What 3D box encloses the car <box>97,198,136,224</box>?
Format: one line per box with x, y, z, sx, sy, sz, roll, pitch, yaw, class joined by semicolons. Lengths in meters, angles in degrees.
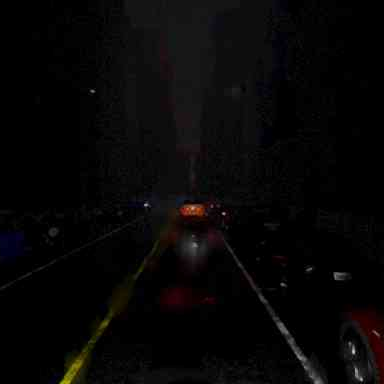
-5.771;1.501;25.076;1.967;1.590;4.097;0;0;0;car

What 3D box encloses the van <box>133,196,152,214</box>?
-5.774;1.429;36.349;1.690;1.788;3.998;0;0;0;van

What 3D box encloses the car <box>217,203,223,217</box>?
2.756;1.592;19.450;1.887;1.381;4.507;0;0;0;car

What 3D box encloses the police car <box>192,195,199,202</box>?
0.881;1.663;88.449;1.930;1.638;5.238;0;0;0;police car

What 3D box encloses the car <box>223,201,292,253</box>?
2.756;1.348;13.814;2.192;1.841;5.009;0;0;0;car

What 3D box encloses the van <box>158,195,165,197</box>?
-5.777;1.475;53.259;1.690;1.788;3.998;0;0;0;van

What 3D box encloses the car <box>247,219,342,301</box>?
2.758;1.586;8.177;1.947;1.339;4.313;0;0;0;car

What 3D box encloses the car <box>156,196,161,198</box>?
-5.775;1.668;47.621;2.008;1.369;4.403;0;0;0;car

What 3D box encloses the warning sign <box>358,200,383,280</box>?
5.069;1.135;8.336;1.300;1.860;1.060;0;0;0;warning sign

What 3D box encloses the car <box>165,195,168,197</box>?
-5.778;1.590;58.895;1.967;1.590;4.097;0;0;0;car

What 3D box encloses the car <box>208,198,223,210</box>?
2.752;1.528;36.358;1.967;1.590;4.097;0;0;0;car

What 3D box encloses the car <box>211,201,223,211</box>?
2.755;1.626;25.086;1.947;1.339;4.313;0;0;0;car

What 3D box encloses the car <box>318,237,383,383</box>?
2.759;1.447;2.540;1.967;1.590;4.097;0;0;0;car

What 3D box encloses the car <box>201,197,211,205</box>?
2.746;1.747;64.539;1.802;1.307;4.206;0;0;0;car

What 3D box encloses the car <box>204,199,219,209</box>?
2.750;1.683;47.630;1.947;1.339;4.313;0;0;0;car

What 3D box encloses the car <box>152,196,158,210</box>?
-5.774;1.627;41.816;1.752;1.417;4.829;0;0;0;car

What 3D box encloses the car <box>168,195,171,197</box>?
-5.780;1.481;64.533;2.192;1.841;5.009;0;0;0;car

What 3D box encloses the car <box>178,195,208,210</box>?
0.078;1.425;30.429;2.097;1.767;4.553;0;0;0;car

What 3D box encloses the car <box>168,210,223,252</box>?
0.080;1.635;14.069;1.895;1.301;4.718;0;0;0;car

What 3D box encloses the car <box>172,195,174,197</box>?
-5.781;1.764;75.805;1.947;1.339;4.313;0;0;0;car

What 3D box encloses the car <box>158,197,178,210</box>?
-3.102;1.710;44.414;1.895;1.301;4.718;0;0;0;car

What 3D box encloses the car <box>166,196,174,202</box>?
-5.784;1.815;87.078;1.802;1.307;4.206;0;0;0;car

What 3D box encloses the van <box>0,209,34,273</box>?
-5.768;1.361;8.166;1.690;1.788;3.998;0;0;0;van

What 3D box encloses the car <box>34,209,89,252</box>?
-5.768;1.474;13.803;1.967;1.590;4.097;0;0;0;car

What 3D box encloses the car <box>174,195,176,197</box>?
-5.783;1.766;81.441;2.008;1.369;4.403;0;0;0;car
